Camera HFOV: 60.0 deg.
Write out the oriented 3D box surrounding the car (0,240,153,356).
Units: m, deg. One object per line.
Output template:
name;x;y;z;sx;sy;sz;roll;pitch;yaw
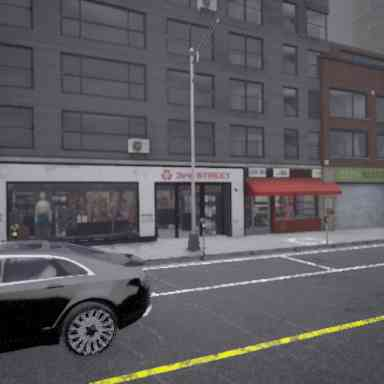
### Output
car;-3.023;1.512;4.792;4.902;1.511;2.128;0;0;-25
